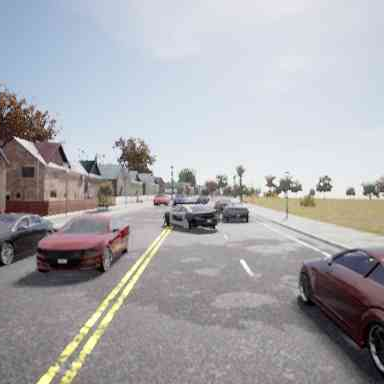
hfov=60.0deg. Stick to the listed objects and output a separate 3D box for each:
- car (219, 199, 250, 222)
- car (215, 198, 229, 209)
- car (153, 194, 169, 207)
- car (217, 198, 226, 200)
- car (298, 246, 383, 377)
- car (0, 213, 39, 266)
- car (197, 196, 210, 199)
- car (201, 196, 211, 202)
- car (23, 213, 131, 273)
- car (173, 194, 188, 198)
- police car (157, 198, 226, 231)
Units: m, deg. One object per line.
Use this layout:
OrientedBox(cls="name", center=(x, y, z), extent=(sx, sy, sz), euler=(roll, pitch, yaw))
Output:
OrientedBox(cls="car", center=(3.566, 1.569, 27.353), extent=(2.128, 1.511, 4.902), euler=(0, 0, 2))
OrientedBox(cls="car", center=(4.416, 1.625, 49.224), extent=(1.882, 1.535, 5.008), euler=(0, 0, 3))
OrientedBox(cls="car", center=(-5.075, 1.406, 55.542), extent=(2.150, 2.045, 5.566), euler=(0, -1, 4))
OrientedBox(cls="car", center=(3.926, 1.615, 38.291), extent=(1.837, 1.490, 4.892), euler=(0, 0, 2))
OrientedBox(cls="car", center=(3.244, 1.579, 5.467), extent=(1.994, 1.385, 4.181), euler=(0, 0, 0))
OrientedBox(cls="car", center=(-6.548, 1.527, 11.725), extent=(2.128, 1.511, 4.902), euler=(0, 0, 1))
OrientedBox(cls="car", center=(2.117, 1.555, 64.391), extent=(2.097, 1.767, 4.553), euler=(0, 0, 4))
OrientedBox(cls="car", center=(3.553, 1.793, 83.582), extent=(2.128, 1.511, 4.902), euler=(0, 0, 5))
OrientedBox(cls="car", center=(-3.306, 1.510, 11.037), extent=(1.882, 1.535, 5.008), euler=(0, 0, 1))
OrientedBox(cls="car", center=(-1.833, 1.400, 55.307), extent=(2.150, 2.045, 5.566), euler=(0, -1, 4))
OrientedBox(cls="police car", center=(-0.208, 1.487, 21.598), extent=(1.930, 1.638, 5.238), euler=(-1, 1, -28))
